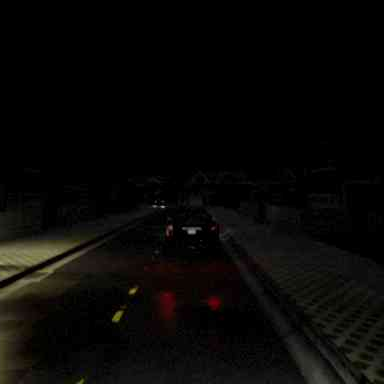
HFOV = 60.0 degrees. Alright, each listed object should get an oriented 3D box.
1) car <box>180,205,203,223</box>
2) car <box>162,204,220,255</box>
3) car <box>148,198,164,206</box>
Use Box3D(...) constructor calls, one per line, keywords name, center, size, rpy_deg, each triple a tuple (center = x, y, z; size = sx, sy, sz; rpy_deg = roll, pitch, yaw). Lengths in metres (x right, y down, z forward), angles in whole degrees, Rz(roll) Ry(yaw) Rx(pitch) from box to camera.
Box3D(name="car", center=(-0.025, 1.862, 29.101), size=(1.895, 1.301, 4.718), rpy_deg=(0, 0, 0))
Box3D(name="car", center=(-0.008, 1.478, 14.067), size=(2.097, 1.767, 4.553), rpy_deg=(0, -1, 0))
Box3D(name="car", center=(-7.431, 1.974, 69.094), size=(2.097, 1.767, 4.553), rpy_deg=(0, -1, -28))
